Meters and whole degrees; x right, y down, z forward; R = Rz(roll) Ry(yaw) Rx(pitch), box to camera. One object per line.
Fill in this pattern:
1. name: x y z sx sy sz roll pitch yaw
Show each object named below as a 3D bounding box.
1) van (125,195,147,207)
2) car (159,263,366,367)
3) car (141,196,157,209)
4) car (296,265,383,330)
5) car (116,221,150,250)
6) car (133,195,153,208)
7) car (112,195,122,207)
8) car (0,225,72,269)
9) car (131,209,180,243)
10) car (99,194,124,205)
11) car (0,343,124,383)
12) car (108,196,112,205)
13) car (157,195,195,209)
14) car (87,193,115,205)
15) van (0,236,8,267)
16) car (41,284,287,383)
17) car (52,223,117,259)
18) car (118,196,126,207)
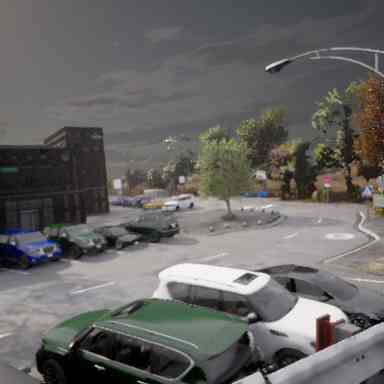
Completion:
1. van: -8.548 1.580 56.797 1.878 1.987 4.442 -2 4 36
2. car: 1.386 3.295 9.084 5.566 2.045 2.435 -1 4 35
3. car: -4.999 1.790 52.077 1.946 1.575 5.366 -3 4 36
4. car: 3.858 3.312 10.848 4.792 1.488 2.163 -1 4 35
5. car: -5.872 3.286 24.725 4.792 1.488 2.163 -3 3 34
6. car: -6.790 1.843 54.417 2.002 1.452 4.674 -3 4 36
7. car: -11.852 1.655 61.865 2.185 1.767 4.553 -3 4 36
8. car: -10.701 3.522 21.287 5.566 2.045 2.435 -3 2 35
9. car: -3.547 2.754 26.428 5.566 2.045 2.435 -3 3 35
10. car: -16.821 1.625 69.391 2.185 1.767 4.553 -2 4 36
11. car: -3.518 3.947 5.583 4.553 1.767 2.185 -1 5 35
12. car: -13.490 1.808 64.390 2.002 1.452 4.674 -3 4 36
13. car: -1.768 1.579 46.906 2.435 2.045 5.566 -2 4 36
14. car: -20.183 1.488 74.378 2.435 2.045 5.566 -3 4 36
15. van: -13.225 3.811 19.653 4.442 1.987 1.878 -3 3 35
16. car: -1.123 3.561 7.350 5.566 2.045 2.435 -1 5 34
17. car: -8.298 3.264 22.994 5.566 2.045 2.435 -3 3 35
18. car: -10.134 1.785 59.402 2.097 1.535 5.008 -2 4 36
